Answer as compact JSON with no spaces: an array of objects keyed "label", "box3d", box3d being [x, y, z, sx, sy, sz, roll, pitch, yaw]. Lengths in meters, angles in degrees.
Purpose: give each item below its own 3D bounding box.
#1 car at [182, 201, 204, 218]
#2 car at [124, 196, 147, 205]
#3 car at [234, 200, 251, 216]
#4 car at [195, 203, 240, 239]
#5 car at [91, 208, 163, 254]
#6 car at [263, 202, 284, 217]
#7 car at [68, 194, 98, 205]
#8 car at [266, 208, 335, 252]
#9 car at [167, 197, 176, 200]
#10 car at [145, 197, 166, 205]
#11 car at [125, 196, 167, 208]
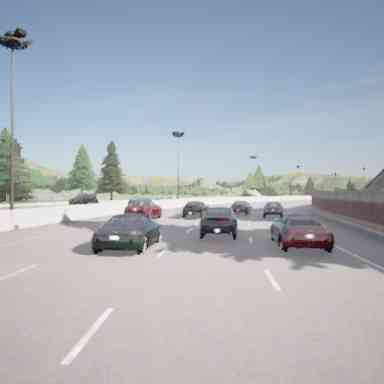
[{"label":"car","box3d":[0.429,1.576,30.962,1.837,1.490,4.892,0,0,13]},{"label":"car","box3d":[-10.767,1.596,63.728,2.128,1.511,4.902,0,0,24]},{"label":"car","box3d":[5.224,1.623,35.539,1.812,1.442,4.674,0,0,15]},{"label":"car","box3d":[1.506,1.550,17.872,1.837,1.490,4.892,0,0,8]},{"label":"car","box3d":[-2.527,1.587,13.692,1.994,1.385,4.181,0,0,6]},{"label":"car","box3d":[7.818,1.645,31.928,2.033,1.411,5.357,0,0,15]},{"label":"car","box3d":[-17.980,1.282,55.254,2.150,2.045,5.566,0,0,20]},{"label":"car","box3d":[4.569,1.611,14.279,1.994,1.385,4.181,0,0,6]},{"label":"car","box3d":[-4.098,1.690,61.468,1.994,1.385,4.181,0,0,24]},{"label":"car","box3d":[-6.894,1.719,63.759,1.895,1.301,4.718,0,0,24]},{"label":"car","box3d":[-3.921,1.401,27.427,2.097,1.767,4.553,0,0,11]}]
